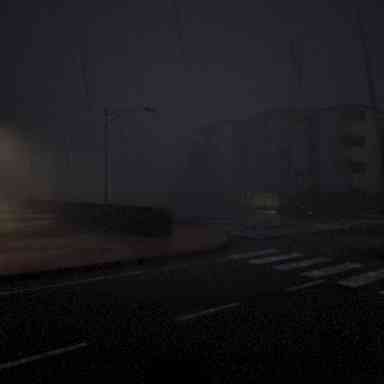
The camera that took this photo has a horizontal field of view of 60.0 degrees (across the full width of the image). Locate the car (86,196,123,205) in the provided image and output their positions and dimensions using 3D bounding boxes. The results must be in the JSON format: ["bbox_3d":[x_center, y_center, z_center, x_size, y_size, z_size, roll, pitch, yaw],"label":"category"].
[{"bbox_3d":[-10.029,1.430,37.755,1.882,1.535,5.008,0,0,-36],"label":"car"}]

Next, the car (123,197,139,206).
[{"bbox_3d":[-8.215,1.431,41.227,2.128,1.511,4.902,0,0,-36],"label":"car"}]

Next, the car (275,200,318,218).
[{"bbox_3d":[8.918,1.441,28.752,2.128,1.511,4.902,1,0,-10],"label":"car"}]

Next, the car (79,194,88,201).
[{"bbox_3d":[-17.498,1.081,53.518,1.812,1.442,4.674,0,0,-45],"label":"car"}]

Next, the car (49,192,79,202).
[{"bbox_3d":[-19.960,0.985,51.030,2.150,2.045,5.566,0,0,-45],"label":"car"}]
